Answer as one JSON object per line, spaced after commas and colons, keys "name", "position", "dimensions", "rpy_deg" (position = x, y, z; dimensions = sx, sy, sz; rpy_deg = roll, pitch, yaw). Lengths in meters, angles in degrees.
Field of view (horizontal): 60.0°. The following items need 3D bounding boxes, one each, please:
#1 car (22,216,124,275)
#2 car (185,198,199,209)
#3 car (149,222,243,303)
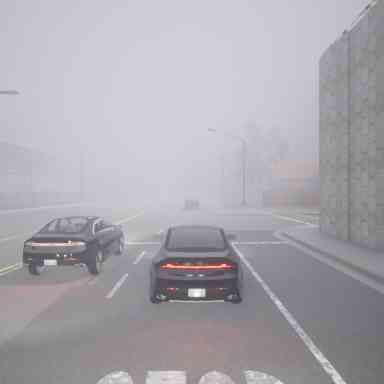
{"name": "car", "position": [-3.429, 1.492, 10.468], "dimensions": [2.128, 1.511, 4.902], "rpy_deg": [0, 0, 0]}
{"name": "car", "position": [-0.022, 1.492, 44.190], "dimensions": [2.128, 1.511, 4.902], "rpy_deg": [0, 0, 0]}
{"name": "car", "position": [0.079, 1.505, 8.200], "dimensions": [1.837, 1.490, 4.892], "rpy_deg": [0, 0, 0]}
